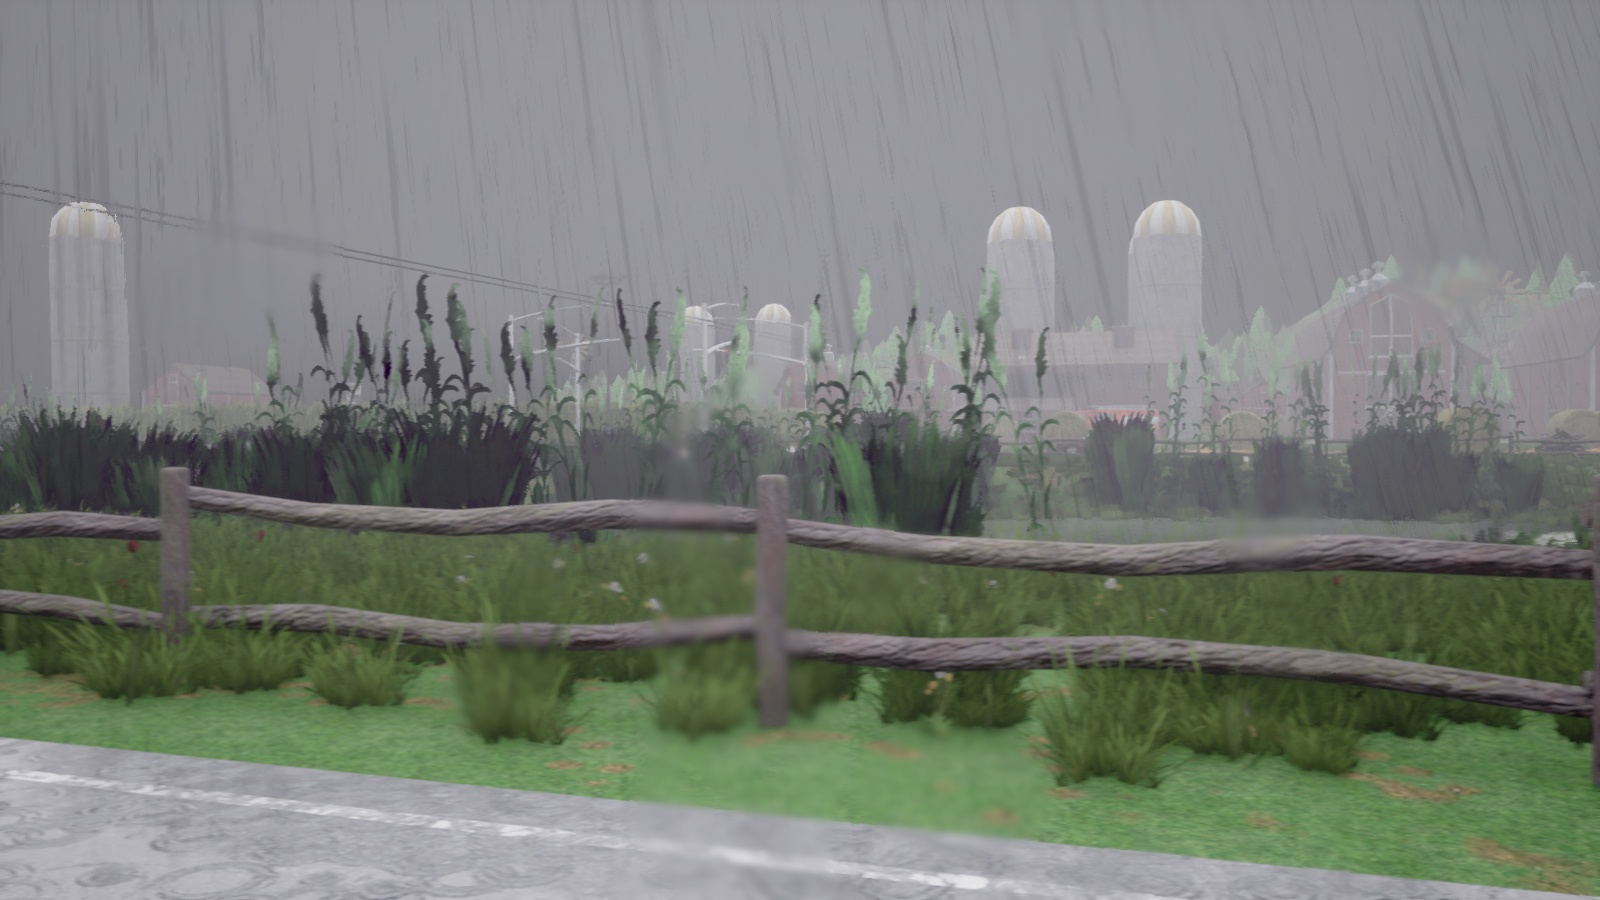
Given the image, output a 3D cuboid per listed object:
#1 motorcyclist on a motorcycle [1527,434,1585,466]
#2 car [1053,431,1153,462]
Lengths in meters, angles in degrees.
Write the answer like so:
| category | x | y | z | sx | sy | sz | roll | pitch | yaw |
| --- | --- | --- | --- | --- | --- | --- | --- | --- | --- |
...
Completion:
| category | x | y | z | sx | sy | sz | roll | pitch | yaw |
| --- | --- | --- | --- | --- | --- | --- | --- | --- | --- |
| motorcyclist on a motorcycle | 36.106 | -0.019 | 59.990 | 2.191 | 1.530 | 0.866 | 0 | 1 | 16 |
| car | 15.870 | -0.208 | 65.682 | 5.008 | 1.535 | 1.882 | 0 | 1 | 16 |
